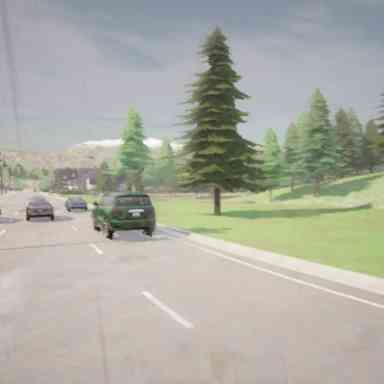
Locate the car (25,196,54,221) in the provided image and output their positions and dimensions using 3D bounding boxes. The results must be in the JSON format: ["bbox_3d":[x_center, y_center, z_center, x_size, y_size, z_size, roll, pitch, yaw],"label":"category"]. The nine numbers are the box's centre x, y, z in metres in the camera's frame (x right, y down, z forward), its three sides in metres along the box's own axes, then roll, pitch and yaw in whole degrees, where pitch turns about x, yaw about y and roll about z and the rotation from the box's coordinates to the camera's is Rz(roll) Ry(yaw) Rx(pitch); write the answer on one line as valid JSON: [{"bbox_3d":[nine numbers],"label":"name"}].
[{"bbox_3d":[-11.416,1.324,24.948,2.033,1.411,5.357,-1,1,-26],"label":"car"}]

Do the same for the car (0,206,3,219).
[{"bbox_3d":[-14.576,1.365,23.434,2.033,1.411,5.357,-1,1,-26],"label":"car"}]

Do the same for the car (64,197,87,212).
[{"bbox_3d":[-12.030,1.214,34.325,2.033,1.411,5.357,-1,1,-26],"label":"car"}]

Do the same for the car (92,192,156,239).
[{"bbox_3d":[-3.558,1.040,16.659,2.150,2.045,5.566,-1,1,-26],"label":"car"}]
